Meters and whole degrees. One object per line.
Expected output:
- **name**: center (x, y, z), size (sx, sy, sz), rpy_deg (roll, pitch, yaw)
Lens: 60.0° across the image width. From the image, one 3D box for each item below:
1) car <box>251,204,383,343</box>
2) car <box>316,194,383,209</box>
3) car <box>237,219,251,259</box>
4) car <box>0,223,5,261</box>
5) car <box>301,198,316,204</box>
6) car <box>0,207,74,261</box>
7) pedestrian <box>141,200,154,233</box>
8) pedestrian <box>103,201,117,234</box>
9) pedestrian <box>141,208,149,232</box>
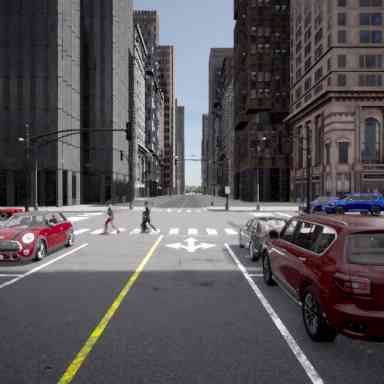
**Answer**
- **car**: center (2.741, 1.314, 6.406), size (2.192, 1.841, 5.009), rpy_deg (0, 0, 0)
- **car**: center (14.975, 1.167, 30.883), size (5.566, 2.045, 2.150), rpy_deg (0, 0, -2)
- **car**: center (2.727, 1.550, 12.008), size (2.008, 1.369, 4.403), rpy_deg (0, 0, 0)
- **car**: center (-5.783, 1.525, 6.211), size (1.752, 1.417, 4.829), rpy_deg (0, 0, 0)
- **car**: center (13.302, 1.289, 34.119), size (4.553, 1.767, 2.097), rpy_deg (0, 0, 0)
- **car**: center (-5.799, 1.439, 11.983), size (1.967, 1.590, 4.097), rpy_deg (0, 0, 0)
- **pedestrian**: center (-2.426, 1.298, 18.073), size (0.375, 1.860, 0.375), rpy_deg (0, 0, 0)
- **pedestrian**: center (-4.321, 1.292, 17.472), size (0.375, 1.860, 0.375), rpy_deg (0, 0, 0)
- **pedestrian**: center (-2.627, 1.581, 18.687), size (0.375, 1.300, 0.375), rpy_deg (0, 0, 0)
